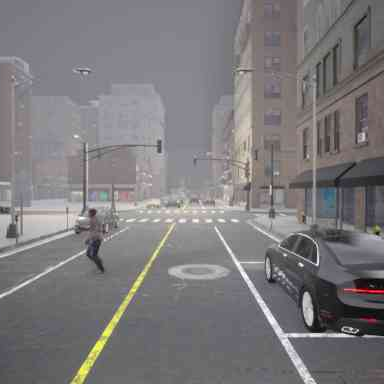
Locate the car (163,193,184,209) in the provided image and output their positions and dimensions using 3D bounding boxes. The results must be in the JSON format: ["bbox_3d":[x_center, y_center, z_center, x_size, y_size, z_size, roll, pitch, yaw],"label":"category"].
[{"bbox_3d":[-2.621,1.354,46.352,2.097,1.767,4.553,0,0,0],"label":"car"}]

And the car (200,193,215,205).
[{"bbox_3d":[2.913,1.443,57.067,1.967,1.590,4.097,0,0,0],"label":"car"}]

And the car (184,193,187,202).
[{"bbox_3d":[-2.503,1.509,62.866,1.837,1.490,4.892,0,0,1],"label":"car"}]

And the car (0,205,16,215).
[{"bbox_3d":[-18.900,1.513,30.654,4.718,1.301,1.895,0,0,0],"label":"car"}]

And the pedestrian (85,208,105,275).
[{"bbox_3d":[-2.628,1.293,8.984,0.375,1.860,0.375,0,0,-8],"label":"pedestrian"}]

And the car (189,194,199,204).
[{"bbox_3d":[0.418,1.509,66.274,1.837,1.490,4.892,0,0,0],"label":"car"}]

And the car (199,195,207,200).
[{"bbox_3d":[3.077,1.559,91.038,2.008,1.369,4.403,0,0,0],"label":"car"}]

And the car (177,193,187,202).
[{"bbox_3d":[-2.372,1.208,78.273,2.150,2.045,5.566,0,0,0],"label":"car"}]

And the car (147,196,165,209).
[{"bbox_3d":[-5.168,1.527,45.612,1.752,1.417,4.829,0,0,0],"label":"car"}]

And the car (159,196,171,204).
[{"bbox_3d":[-5.085,1.554,62.768,2.008,1.369,4.403,0,0,0],"label":"car"}]

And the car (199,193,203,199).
[{"bbox_3d":[2.940,1.319,62.729,2.192,1.841,5.009,0,0,0],"label":"car"}]

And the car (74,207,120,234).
[{"bbox_3d":[-5.297,1.551,18.937,2.008,1.369,4.403,0,0,0],"label":"car"}]

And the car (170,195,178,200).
[{"bbox_3d":[-4.948,1.533,90.907,1.752,1.417,4.829,0,0,0],"label":"car"}]

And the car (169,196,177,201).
[{"bbox_3d":[-4.975,1.589,85.416,1.802,1.307,4.206,0,0,0],"label":"car"}]

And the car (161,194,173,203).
[{"bbox_3d":[-5.057,1.320,68.430,2.192,1.841,5.009,0,0,0],"label":"car"}]

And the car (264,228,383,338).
[{"bbox_3d":[2.782,1.506,6.773,1.837,1.490,4.892,0,0,0],"label":"car"}]

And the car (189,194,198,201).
[{"bbox_3d":[0.414,1.362,85.813,2.097,1.767,4.553,0,0,0],"label":"car"}]
